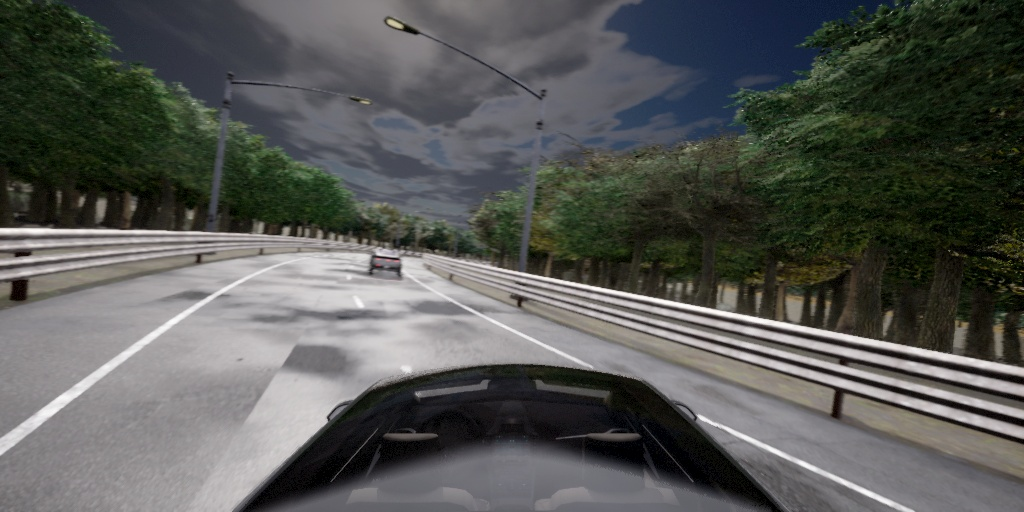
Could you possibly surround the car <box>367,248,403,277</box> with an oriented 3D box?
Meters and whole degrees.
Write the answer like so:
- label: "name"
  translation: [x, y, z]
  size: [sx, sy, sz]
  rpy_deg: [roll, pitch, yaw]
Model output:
- label: "car"
  translation: [-7.926, 0.333, 22.375]
  size: [2.128, 1.511, 4.902]
  rpy_deg: [7, 0, -22]
